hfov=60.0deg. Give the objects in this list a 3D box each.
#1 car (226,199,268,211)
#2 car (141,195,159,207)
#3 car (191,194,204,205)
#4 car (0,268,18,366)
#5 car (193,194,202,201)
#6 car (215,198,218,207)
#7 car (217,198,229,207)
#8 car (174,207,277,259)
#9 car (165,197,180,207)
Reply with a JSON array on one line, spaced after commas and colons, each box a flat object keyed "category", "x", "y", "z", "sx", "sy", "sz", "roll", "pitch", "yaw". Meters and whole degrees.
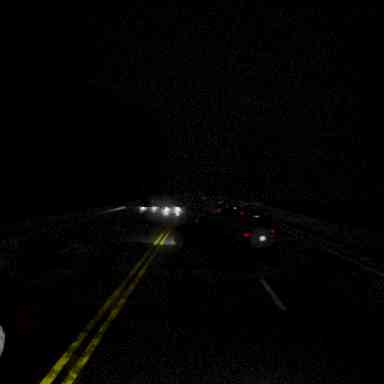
[{"category": "car", "x": 3.577, "y": 1.370, "z": 20.449, "sx": 2.163, "sy": 1.488, "sz": 4.792, "roll": 0, "pitch": 0, "yaw": 1}, {"category": "car", "x": -5.826, "y": 1.217, "z": 46.510, "sx": 1.882, "sy": 1.535, "sz": 5.008, "roll": 0, "pitch": 0, "yaw": 1}, {"category": "car", "x": 0.902, "y": 1.262, "z": 53.467, "sx": 2.033, "sy": 1.411, "sz": 5.357, "roll": 0, "pitch": 0, "yaw": 1}, {"category": "car", "x": -3.321, "y": 1.487, "z": 2.627, "sx": 1.837, "sy": 1.490, "sz": 4.892, "roll": 0, "pitch": 0, "yaw": 1}, {"category": "car", "x": 1.256, "y": 1.213, "z": 76.227, "sx": 2.033, "sy": 1.411, "sz": 5.357, "roll": 0, "pitch": 0, "yaw": 1}, {"category": "car", "x": 3.944, "y": 1.351, "z": 42.448, "sx": 1.895, "sy": 1.301, "sz": 4.718, "roll": 0, "pitch": 0, "yaw": 1}, {"category": "car", "x": 3.760, "y": 1.366, "z": 31.418, "sx": 1.994, "sy": 1.385, "sz": 4.181, "roll": 0, "pitch": 0, "yaw": 1}, {"category": "car", "x": 1.108, "y": 1.480, "z": 12.502, "sx": 1.994, "sy": 1.385, "sz": 4.181, "roll": 0, "pitch": 1, "yaw": -37}, {"category": "car", "x": -2.603, "y": 1.343, "z": 45.125, "sx": 1.895, "sy": 1.301, "sz": 4.718, "roll": 0, "pitch": 0, "yaw": 1}]
